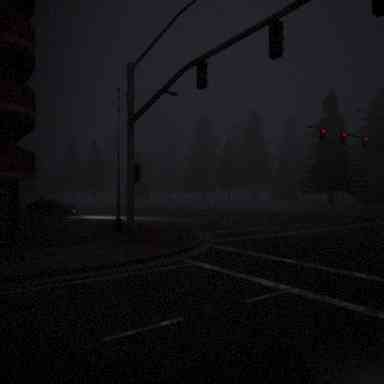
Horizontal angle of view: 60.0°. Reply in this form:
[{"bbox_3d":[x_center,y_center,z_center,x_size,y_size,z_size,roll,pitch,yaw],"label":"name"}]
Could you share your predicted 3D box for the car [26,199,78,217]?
[{"bbox_3d":[-12.751,1.433,30.330,4.902,1.511,2.128,0,0,20],"label":"car"}]
